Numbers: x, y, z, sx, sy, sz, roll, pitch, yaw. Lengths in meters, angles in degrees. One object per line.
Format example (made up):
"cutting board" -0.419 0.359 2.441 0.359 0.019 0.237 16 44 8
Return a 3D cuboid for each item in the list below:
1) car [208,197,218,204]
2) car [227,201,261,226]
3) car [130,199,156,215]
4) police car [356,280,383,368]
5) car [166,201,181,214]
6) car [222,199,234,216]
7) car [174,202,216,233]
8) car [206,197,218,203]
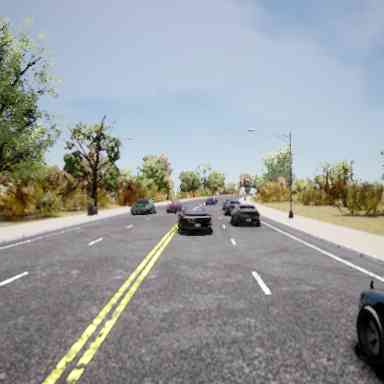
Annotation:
"car" 4.868 1.900 76.458 1.994 1.385 4.181 0 0 7
"car" 3.917 1.652 24.740 1.837 1.490 4.892 0 0 3
"car" -5.303 1.564 36.426 2.097 1.767 4.553 0 0 4
"police car" 3.279 1.525 2.898 2.038 1.542 4.974 0 0 1
"car" -1.865 1.787 39.300 1.994 1.385 4.181 0 0 4
"car" 4.490 1.705 35.650 1.837 1.490 4.892 0 0 3
"car" 0.157 1.620 20.793 2.128 1.511 4.902 0 0 -4
"car" 3.621 1.837 64.376 1.812 1.442 4.674 0 -1 6
